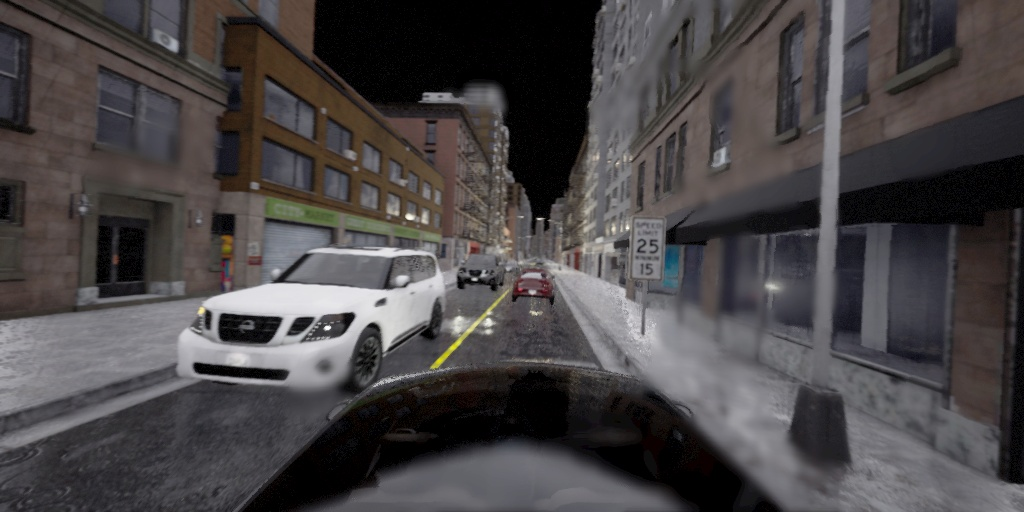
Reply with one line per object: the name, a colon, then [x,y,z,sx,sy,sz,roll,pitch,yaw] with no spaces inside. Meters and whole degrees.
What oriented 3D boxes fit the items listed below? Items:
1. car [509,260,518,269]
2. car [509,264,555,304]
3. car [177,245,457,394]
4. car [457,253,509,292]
car: [-0.188,1.213,39.369,2.128,1.511,4.902,3,0,5]
car: [1.036,1.308,16.907,1.812,1.442,4.674,3,0,5]
car: [-2.862,0.828,6.809,2.150,2.045,5.566,3,0,5]
car: [-1.700,0.869,21.333,2.150,2.045,5.566,3,0,5]
